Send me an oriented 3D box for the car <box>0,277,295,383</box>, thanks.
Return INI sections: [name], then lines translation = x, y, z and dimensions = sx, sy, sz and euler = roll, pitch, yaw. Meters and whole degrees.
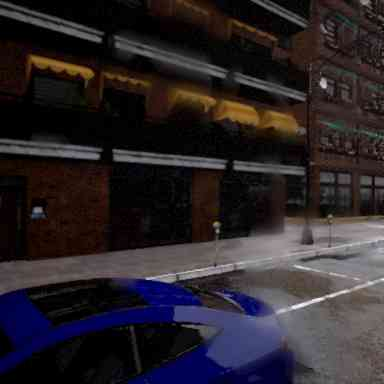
[car]
translation = -1.133, 1.527, 2.571
dimensions = 4.674, 1.442, 1.812
euler = 0, 0, -36
